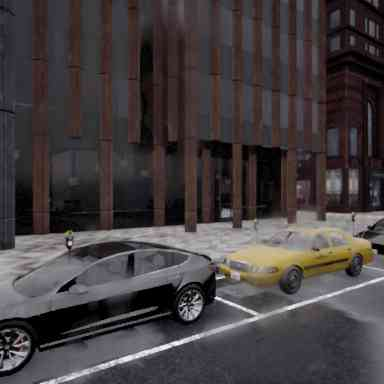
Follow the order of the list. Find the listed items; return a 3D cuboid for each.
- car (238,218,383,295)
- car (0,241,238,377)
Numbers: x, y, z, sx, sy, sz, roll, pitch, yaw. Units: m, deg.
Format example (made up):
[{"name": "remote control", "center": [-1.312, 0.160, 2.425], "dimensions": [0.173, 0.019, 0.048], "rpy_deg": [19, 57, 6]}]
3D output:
[{"name": "car", "center": [2.916, 1.525, 8.732], "dimensions": [4.829, 1.417, 1.752], "rpy_deg": [0, 0, -36]}, {"name": "car", "center": [-1.533, 1.565, 5.556], "dimensions": [4.313, 1.339, 1.947], "rpy_deg": [0, 0, -36]}]
